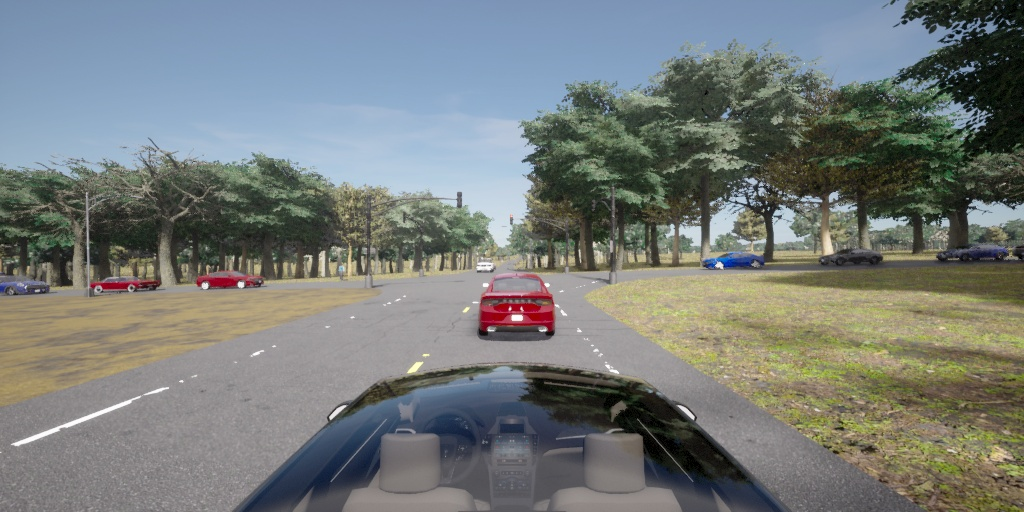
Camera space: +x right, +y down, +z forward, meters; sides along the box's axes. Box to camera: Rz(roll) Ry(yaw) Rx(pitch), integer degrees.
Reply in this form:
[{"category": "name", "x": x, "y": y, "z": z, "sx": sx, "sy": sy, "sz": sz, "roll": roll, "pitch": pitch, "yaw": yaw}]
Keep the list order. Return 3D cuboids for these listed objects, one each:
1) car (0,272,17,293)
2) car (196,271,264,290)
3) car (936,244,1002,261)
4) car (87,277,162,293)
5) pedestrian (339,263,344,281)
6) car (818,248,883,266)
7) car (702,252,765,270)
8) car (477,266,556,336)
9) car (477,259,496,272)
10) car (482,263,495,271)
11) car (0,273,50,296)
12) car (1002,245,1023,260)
[{"category": "car", "x": -52.821, "y": 2.703, "z": 35.270, "sx": 5.566, "sy": 2.045, "sz": 2.150, "roll": -2, "pitch": -1, "yaw": 3}, {"category": "car", "x": -23.690, "y": 1.976, "z": 30.255, "sx": 5.008, "sy": 1.535, "sz": 1.882, "roll": -2, "pitch": -1, "yaw": 2}, {"category": "car", "x": 40.038, "y": -0.336, "z": 31.226, "sx": 4.674, "sy": 1.442, "sz": 1.812, "roll": -2, "pitch": -1, "yaw": 2}, {"category": "car", "x": -33.048, "y": 2.418, "z": 30.675, "sx": 4.718, "sy": 1.301, "sz": 1.895, "roll": -2, "pitch": -1, "yaw": 3}, {"category": "pedestrian", "x": -17.914, "y": 1.669, "z": 37.603, "sx": 0.375, "sy": 1.860, "sz": 0.375, "roll": 0, "pitch": 1, "yaw": 3}, {"category": "car", "x": 29.861, "y": 0.053, "z": 31.673, "sx": 4.674, "sy": 1.442, "sz": 1.812, "roll": -2, "pitch": -1, "yaw": 2}, {"category": "car", "x": 19.729, "y": 0.404, "z": 32.101, "sx": 5.008, "sy": 1.535, "sz": 1.882, "roll": -2, "pitch": -1, "yaw": 2}, {"category": "car", "x": 0.127, "y": 1.230, "z": 10.484, "sx": 1.882, "sy": 1.535, "sz": 5.008, "roll": 0, "pitch": 0, "yaw": 0}, {"category": "car", "x": -3.924, "y": 1.395, "z": 53.047, "sx": 2.150, "sy": 2.045, "sz": 5.566, "roll": 0, "pitch": -1, "yaw": 1}, {"category": "car", "x": -4.090, "y": 1.912, "z": 62.998, "sx": 1.994, "sy": 1.385, "sz": 4.181, "roll": 0, "pitch": -1, "yaw": 0}, {"category": "car", "x": -43.328, "y": 2.503, "z": 31.167, "sx": 4.553, "sy": 1.767, "sz": 2.097, "roll": -2, "pitch": -1, "yaw": 3}, {"category": "car", "x": 41.782, "y": -0.473, "z": 27.472, "sx": 4.902, "sy": 1.511, "sz": 2.128, "roll": -2, "pitch": -1, "yaw": 2}]
